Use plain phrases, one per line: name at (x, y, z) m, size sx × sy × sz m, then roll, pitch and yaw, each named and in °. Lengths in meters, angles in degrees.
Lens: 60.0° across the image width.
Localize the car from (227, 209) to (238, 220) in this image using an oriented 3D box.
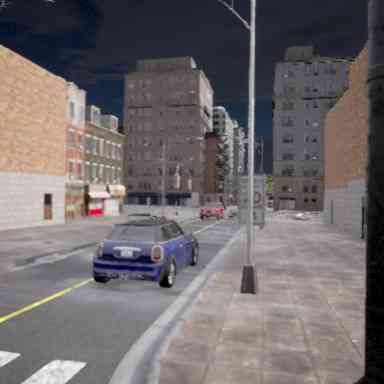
car at (5.559, 2.667, 40.116) m, size 1.895 × 1.301 × 4.718 m, roll 1°, pitch -1°, yaw 16°

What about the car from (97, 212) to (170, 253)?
car at (-2.696, 1.877, 16.666) m, size 1.837 × 1.490 × 4.892 m, roll 1°, pitch -1°, yaw 13°

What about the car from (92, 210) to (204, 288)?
car at (-1.173, 1.609, 10.351) m, size 2.097 × 1.767 × 4.553 m, roll 1°, pitch -1°, yaw 12°

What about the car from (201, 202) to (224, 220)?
car at (2.458, 2.220, 39.542) m, size 2.150 × 2.045 × 5.566 m, roll 1°, pitch -2°, yaw 13°
